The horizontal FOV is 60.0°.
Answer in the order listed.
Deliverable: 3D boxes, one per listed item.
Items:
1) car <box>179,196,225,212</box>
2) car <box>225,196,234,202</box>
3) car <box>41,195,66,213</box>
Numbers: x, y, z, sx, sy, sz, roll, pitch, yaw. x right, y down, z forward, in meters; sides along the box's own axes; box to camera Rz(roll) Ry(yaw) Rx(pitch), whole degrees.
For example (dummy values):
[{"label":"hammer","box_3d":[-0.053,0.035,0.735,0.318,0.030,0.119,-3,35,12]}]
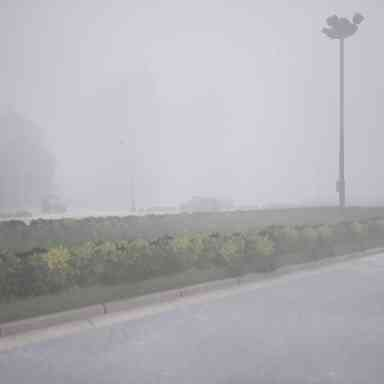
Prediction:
[{"label":"car","box_3d":[0.684,1.306,31.954,1.932,1.855,4.605,0,0,-36]},{"label":"car","box_3d":[4.272,1.476,50.908,2.242,1.667,4.611,0,0,-36]},{"label":"car","box_3d":[-15.340,1.308,36.721,1.905,1.878,3.866,0,0,-36]}]
